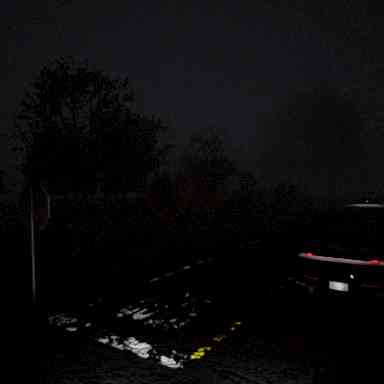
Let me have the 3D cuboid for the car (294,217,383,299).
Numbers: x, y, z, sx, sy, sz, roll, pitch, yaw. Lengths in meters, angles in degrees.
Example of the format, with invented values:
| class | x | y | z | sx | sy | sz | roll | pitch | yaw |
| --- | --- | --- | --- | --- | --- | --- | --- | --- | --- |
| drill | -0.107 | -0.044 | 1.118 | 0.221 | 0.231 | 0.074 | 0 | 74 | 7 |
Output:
| class | x | y | z | sx | sy | sz | roll | pitch | yaw |
| --- | --- | --- | --- | --- | --- | --- | --- | --- | --- |
| car | 3.798 | 1.329 | 7.655 | 2.128 | 1.511 | 4.902 | 0 | 1 | 33 |

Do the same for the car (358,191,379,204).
| class | x | y | z | sx | sy | sz | roll | pitch | yaw |
| --- | --- | --- | --- | --- | --- | --- | --- | --- | --- |
| car | 20.634 | 0.597 | 38.686 | 2.033 | 1.411 | 5.357 | 0 | 1 | 33 |
